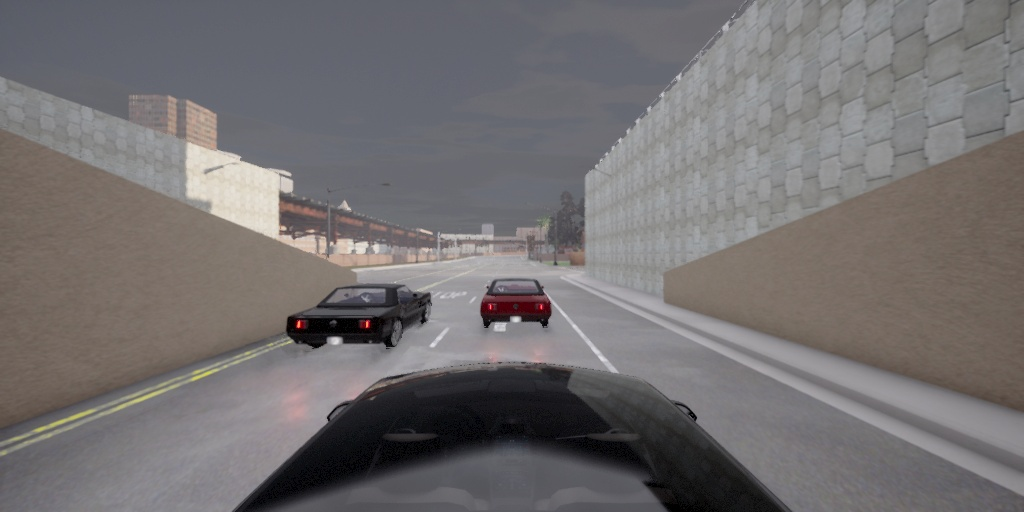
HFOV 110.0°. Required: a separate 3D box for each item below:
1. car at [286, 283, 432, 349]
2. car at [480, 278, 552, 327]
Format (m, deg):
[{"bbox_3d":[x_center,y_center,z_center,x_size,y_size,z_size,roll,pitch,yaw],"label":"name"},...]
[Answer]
[{"bbox_3d":[-3.399,1.336,9.117,1.895,1.301,4.718,0,0,0],"label":"car"},{"bbox_3d":[0.102,1.332,11.397,1.895,1.301,4.718,0,0,0],"label":"car"}]
